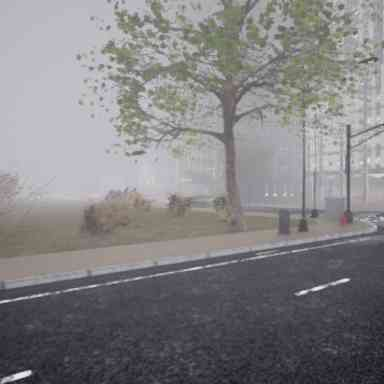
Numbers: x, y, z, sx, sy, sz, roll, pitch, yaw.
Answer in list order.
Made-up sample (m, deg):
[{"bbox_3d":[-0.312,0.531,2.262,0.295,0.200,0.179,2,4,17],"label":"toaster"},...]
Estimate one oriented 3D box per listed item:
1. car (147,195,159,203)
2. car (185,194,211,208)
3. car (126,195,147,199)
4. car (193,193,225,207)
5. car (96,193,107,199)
[{"bbox_3d":[-7.911,1.226,61.079,1.882,1.535,5.008,1,0,-34],"label":"car"},{"bbox_3d":[0.177,1.266,42.971,2.033,1.411,5.357,1,0,-34],"label":"car"},{"bbox_3d":[-10.594,0.989,59.248,2.150,2.045,5.566,1,0,-34],"label":"car"},{"bbox_3d":[2.318,1.094,45.632,2.097,1.767,4.553,1,0,-34],"label":"car"},{"bbox_3d":[-23.510,1.193,90.243,2.128,1.511,4.902,1,0,-34],"label":"car"}]
